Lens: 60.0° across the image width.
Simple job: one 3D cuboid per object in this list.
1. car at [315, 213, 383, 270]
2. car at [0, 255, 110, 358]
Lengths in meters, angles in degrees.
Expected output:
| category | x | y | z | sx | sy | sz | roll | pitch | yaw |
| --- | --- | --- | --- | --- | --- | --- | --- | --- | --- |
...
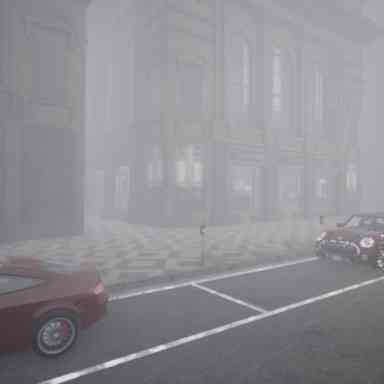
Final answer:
| category | x | y | z | sx | sy | sz | roll | pitch | yaw |
| --- | --- | --- | --- | --- | --- | --- | --- | --- | --- |
| car | 5.915 | 1.429 | 11.007 | 4.097 | 1.590 | 1.967 | 0 | 1 | -36 |
| car | -3.227 | 1.581 | 4.453 | 4.206 | 1.307 | 1.802 | 0 | 1 | -36 |
